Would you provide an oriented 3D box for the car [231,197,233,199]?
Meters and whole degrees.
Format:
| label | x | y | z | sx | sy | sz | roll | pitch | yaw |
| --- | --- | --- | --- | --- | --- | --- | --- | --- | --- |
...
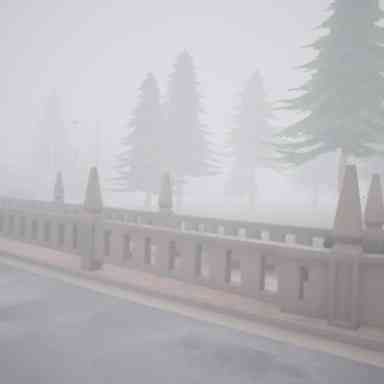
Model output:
| label | x | y | z | sx | sy | sz | roll | pitch | yaw |
| --- | --- | --- | --- | --- | --- | --- | --- | --- | --- |
| car | 8.141 | 0.389 | 67.109 | 2.097 | 1.767 | 4.553 | 3 | 2 | 37 |

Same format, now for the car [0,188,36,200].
| label | x | y | z | sx | sy | sz | roll | pitch | yaw |
| --- | --- | --- | --- | --- | --- | --- | --- | --- | --- |
| car | -19.687 | 0.327 | 36.323 | 1.882 | 1.535 | 5.008 | 3 | 2 | 37 |
